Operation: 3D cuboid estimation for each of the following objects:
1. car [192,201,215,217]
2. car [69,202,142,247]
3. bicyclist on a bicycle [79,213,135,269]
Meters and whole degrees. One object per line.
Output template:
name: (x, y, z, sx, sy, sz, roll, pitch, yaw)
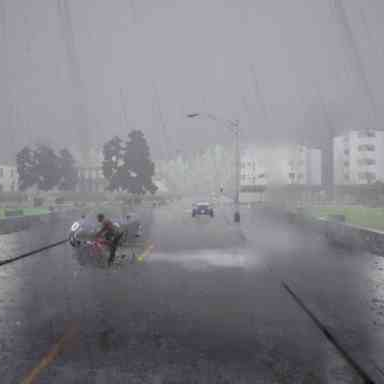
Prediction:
car: (1.007, 1.526, 31.132, 1.812, 1.442, 4.674, 0, 0, 2)
car: (-3.674, 1.354, 14.832, 2.097, 1.767, 4.553, 0, 0, 3)
bicyclist on a bicycle: (-2.522, 1.453, 9.808, 1.656, 1.620, 0.582, -2, 0, 2)
